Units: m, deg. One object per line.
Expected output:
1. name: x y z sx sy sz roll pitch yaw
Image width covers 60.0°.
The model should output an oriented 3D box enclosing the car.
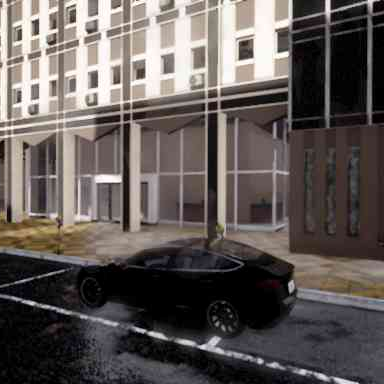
1. car: -0.226 1.545 6.360 4.313 1.339 1.947 0 0 29
